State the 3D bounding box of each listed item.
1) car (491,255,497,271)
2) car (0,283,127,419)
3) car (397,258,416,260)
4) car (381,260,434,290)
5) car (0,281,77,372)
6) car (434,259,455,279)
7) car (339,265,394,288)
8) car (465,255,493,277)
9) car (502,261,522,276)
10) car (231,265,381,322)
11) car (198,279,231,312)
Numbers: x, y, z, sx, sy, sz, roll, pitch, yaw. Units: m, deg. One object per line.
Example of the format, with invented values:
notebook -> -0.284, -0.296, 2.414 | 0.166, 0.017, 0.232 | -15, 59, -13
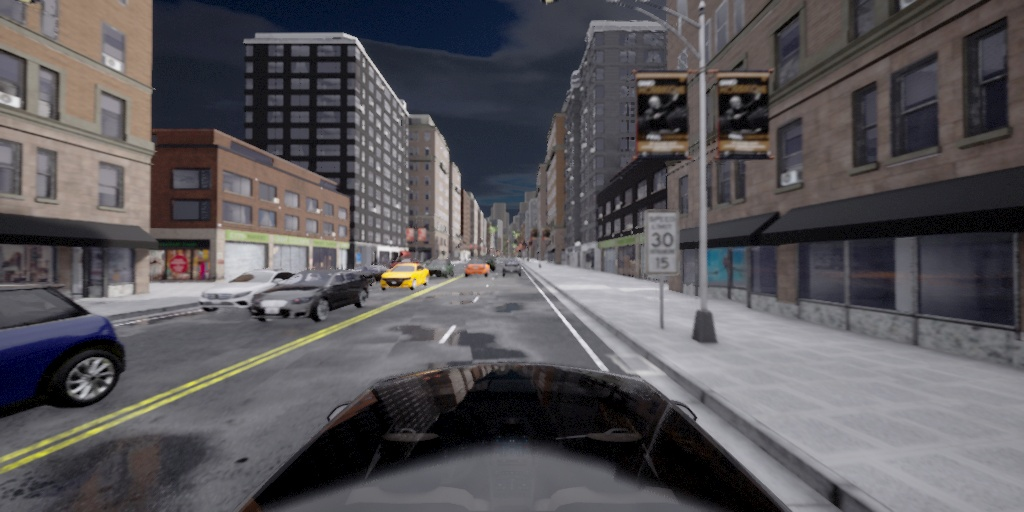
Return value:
car -> -3.253, 0.894, 47.055 | 2.150, 2.045, 5.566 | 0, 1, 0
car -> -6.588, 1.105, 3.144 | 2.097, 1.767, 4.553 | 0, 0, 0
car -> -9.767, 0.900, 32.858 | 1.882, 1.535, 5.008 | 0, 0, 0
car -> -6.511, 1.201, 22.260 | 1.882, 1.535, 5.008 | 0, 0, 0
car -> -9.803, 1.255, 4.833 | 1.837, 1.490, 4.892 | 0, 0, 2
car -> -6.516, 1.057, 32.293 | 2.097, 1.767, 4.553 | 0, 0, 0
car -> -9.762, 1.320, 24.526 | 1.895, 1.301, 4.718 | 0, 0, 0
car -> -3.267, 1.052, 34.511 | 2.097, 1.767, 4.553 | 0, 0, 0
car -> -0.015, 1.190, 35.587 | 2.128, 1.511, 4.902 | 0, 0, 0
car -> -6.560, 1.230, 12.284 | 2.128, 1.511, 4.902 | 0, 0, 0
car -> -9.796, 1.261, 14.225 | 1.812, 1.442, 4.674 | 0, 0, 0
